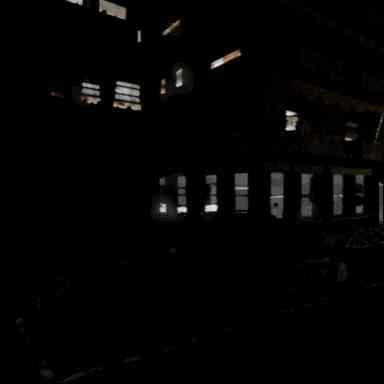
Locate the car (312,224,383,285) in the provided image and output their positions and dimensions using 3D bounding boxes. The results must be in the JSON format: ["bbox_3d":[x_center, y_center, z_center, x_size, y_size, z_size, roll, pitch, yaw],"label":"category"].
[{"bbox_3d":[4.328,1.642,9.665,4.403,1.369,2.008,1,-1,-35],"label":"car"}]

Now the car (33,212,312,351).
[{"bbox_3d":[-0.223,1.350,6.402,5.009,1.841,2.192,1,-1,-35],"label":"car"}]
